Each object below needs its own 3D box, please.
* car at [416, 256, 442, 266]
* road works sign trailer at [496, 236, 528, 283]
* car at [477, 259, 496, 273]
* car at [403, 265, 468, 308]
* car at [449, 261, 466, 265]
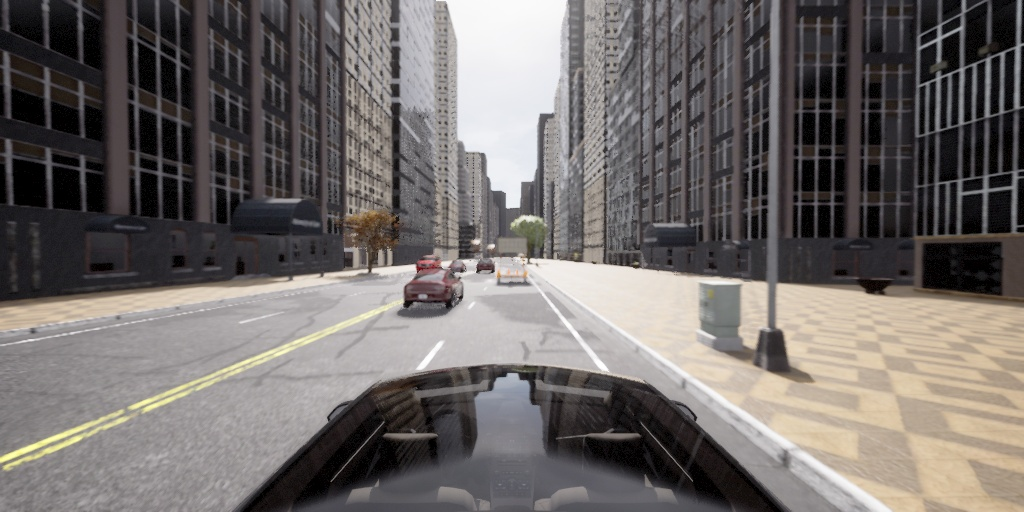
[{"bbox_3d":[-9.838,0.971,42.817,2.150,2.045,5.566,0,0,0],"label":"car"},{"bbox_3d":[0.009,0.215,27.802,2.380,3.560,2.880,0,0,1],"label":"road works sign trailer"},{"bbox_3d":[-3.164,1.103,44.405,2.097,1.767,4.553,0,0,0],"label":"car"},{"bbox_3d":[-3.155,1.275,14.979,1.812,1.442,4.674,0,0,0],"label":"car"},{"bbox_3d":[-6.585,1.276,43.162,1.812,1.442,4.674,0,0,0],"label":"car"}]
